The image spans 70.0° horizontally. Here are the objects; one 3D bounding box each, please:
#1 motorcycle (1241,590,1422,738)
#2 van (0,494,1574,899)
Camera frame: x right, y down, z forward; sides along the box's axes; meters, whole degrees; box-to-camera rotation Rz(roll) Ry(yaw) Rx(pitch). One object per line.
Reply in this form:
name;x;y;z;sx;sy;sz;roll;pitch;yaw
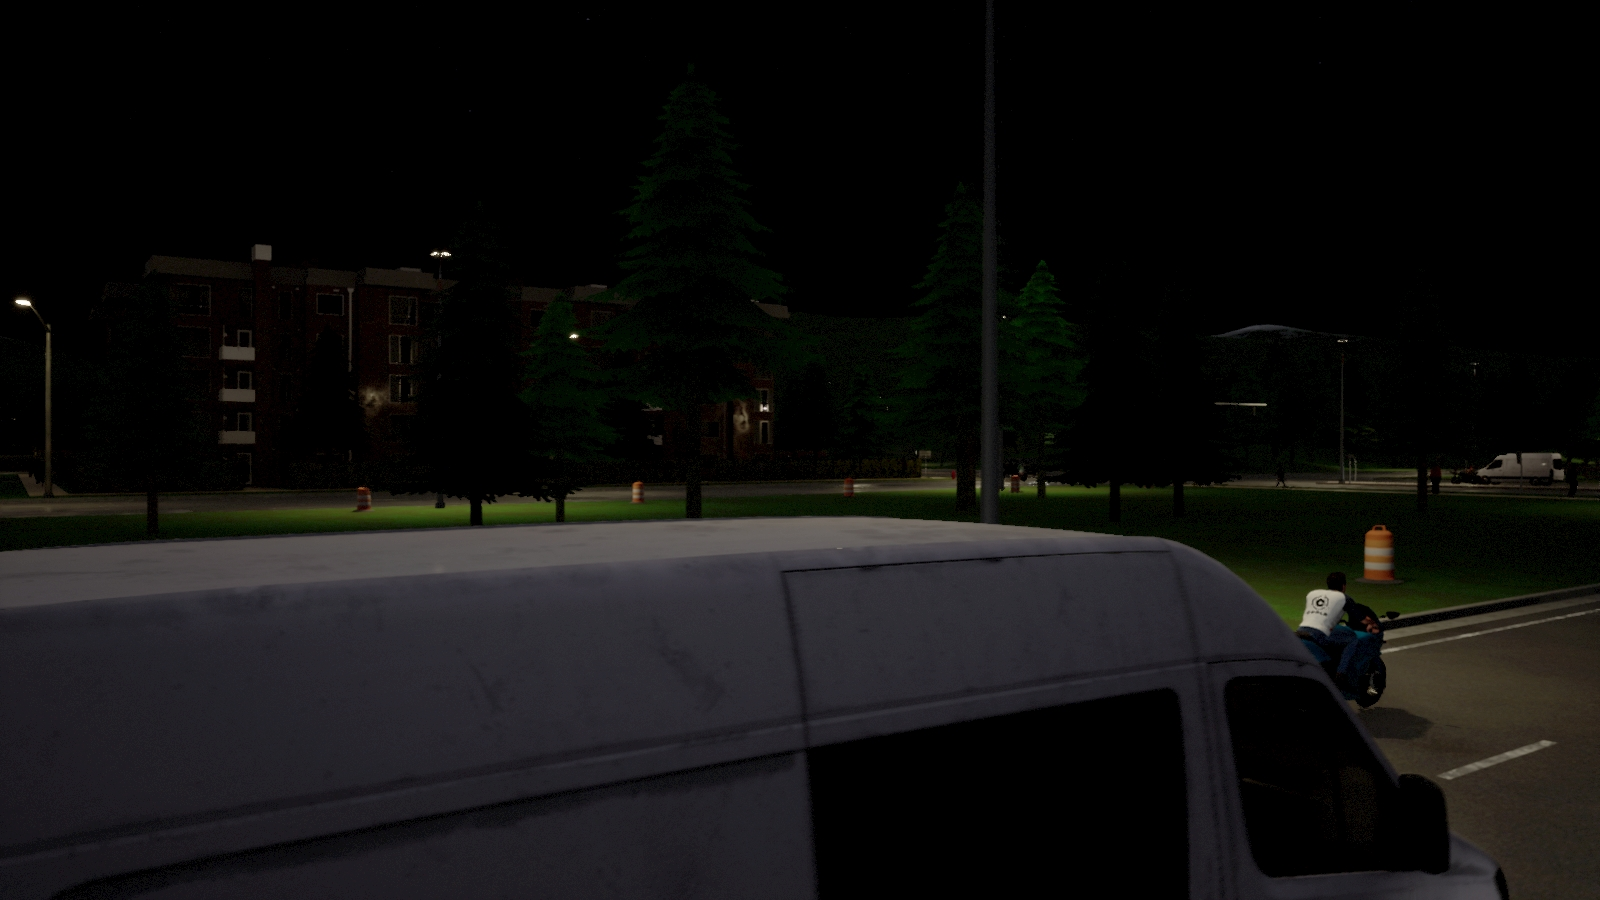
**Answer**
motorcycle;5.592;2.184;11.972;2.033;1.199;0.803;0;0;-35
van;0.332;1.534;4.022;5.915;2.561;1.988;0;0;-35
